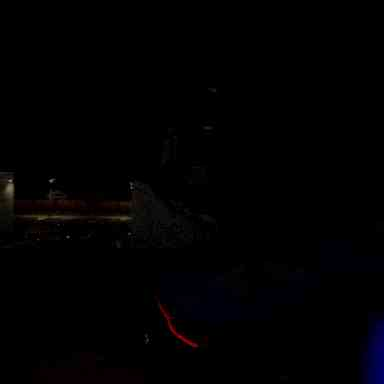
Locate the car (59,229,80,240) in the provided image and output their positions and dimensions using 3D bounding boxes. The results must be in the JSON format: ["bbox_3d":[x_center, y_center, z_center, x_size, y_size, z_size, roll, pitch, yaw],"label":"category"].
[{"bbox_3d":[-14.249,4.938,39.020,1.895,1.301,4.718,2,-7,-13],"label":"car"}]

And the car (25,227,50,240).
[{"bbox_3d":[-17.990,4.775,38.853,1.882,1.535,5.008,2,-7,-13],"label":"car"}]

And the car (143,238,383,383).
[{"bbox_3d":[1.969,1.332,3.903,5.008,1.535,1.882,1,3,-14],"label":"car"}]
